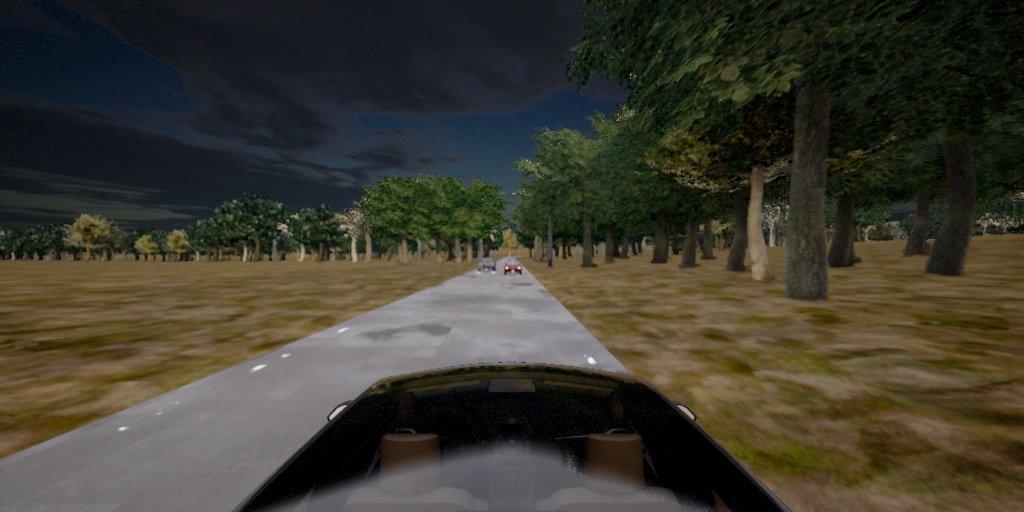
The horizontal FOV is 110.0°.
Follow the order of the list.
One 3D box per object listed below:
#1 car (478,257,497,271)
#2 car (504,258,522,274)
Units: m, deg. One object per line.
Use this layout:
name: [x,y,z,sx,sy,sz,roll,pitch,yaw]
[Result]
car: [-3.008,0.954,44.165,2.097,1.767,4.553,0,0,0]
car: [0.093,1.217,38.271,1.895,1.301,4.718,0,0,0]
